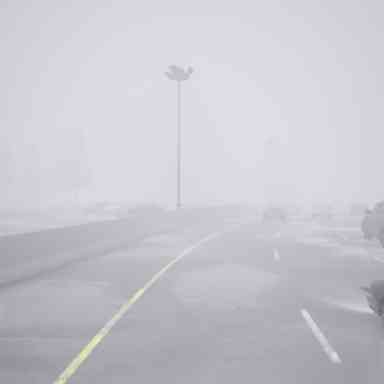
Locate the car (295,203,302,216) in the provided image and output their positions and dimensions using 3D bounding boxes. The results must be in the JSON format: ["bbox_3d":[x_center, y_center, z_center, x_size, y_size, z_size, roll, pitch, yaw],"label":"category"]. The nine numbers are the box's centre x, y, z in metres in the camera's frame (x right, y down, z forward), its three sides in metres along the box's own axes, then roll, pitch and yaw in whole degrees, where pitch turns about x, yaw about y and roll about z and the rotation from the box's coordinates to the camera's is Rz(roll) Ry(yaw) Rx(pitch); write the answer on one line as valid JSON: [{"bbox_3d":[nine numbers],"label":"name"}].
[{"bbox_3d":[11.722,1.986,39.028,2.033,1.411,5.357,0,-1,25],"label":"car"}]

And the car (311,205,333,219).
[{"bbox_3d":[13.441,1.996,34.279,1.895,1.301,4.718,0,-1,25],"label":"car"}]

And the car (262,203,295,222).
[{"bbox_3d":[7.582,1.823,29.764,2.128,1.511,4.902,0,-1,24],"label":"car"}]

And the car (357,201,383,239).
[{"bbox_3d":[9.415,1.407,15.093,2.150,2.045,5.566,0,-1,15],"label":"car"}]

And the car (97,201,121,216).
[{"bbox_3d":[-8.233,1.891,37.779,1.812,1.442,4.674,0,-1,25],"label":"car"}]

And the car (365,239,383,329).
[{"bbox_3d":[3.806,1.596,3.454,2.033,1.411,5.357,0,-1,5],"label":"car"}]

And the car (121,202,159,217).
[{"bbox_3d":[-5.109,1.836,36.188,1.882,1.535,5.008,0,-1,25],"label":"car"}]

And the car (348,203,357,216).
[{"bbox_3d":[18.670,1.919,37.268,1.882,1.535,5.008,0,0,25],"label":"car"}]

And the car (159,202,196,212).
[{"bbox_3d":[-1.224,1.848,36.260,1.882,1.535,5.008,0,-1,25],"label":"car"}]

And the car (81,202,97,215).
[{"bbox_3d":[-11.101,1.885,39.912,1.837,1.490,4.892,0,-1,25],"label":"car"}]
